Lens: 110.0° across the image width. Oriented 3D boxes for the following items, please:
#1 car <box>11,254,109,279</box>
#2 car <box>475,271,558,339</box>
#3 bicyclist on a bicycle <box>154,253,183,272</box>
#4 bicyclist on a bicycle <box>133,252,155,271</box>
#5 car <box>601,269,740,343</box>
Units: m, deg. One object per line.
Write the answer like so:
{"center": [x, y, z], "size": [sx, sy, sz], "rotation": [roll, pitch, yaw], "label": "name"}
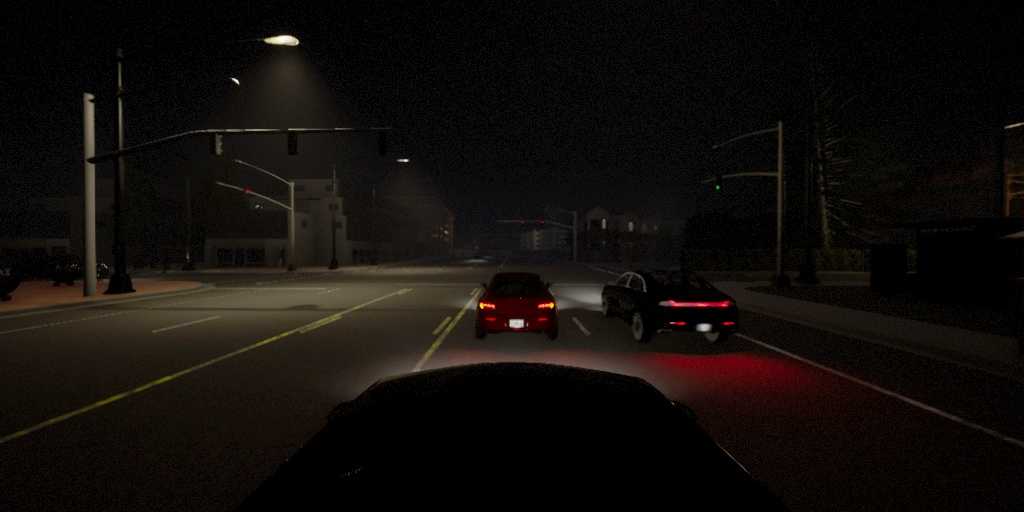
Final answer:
{"center": [-29.288, 0.670, 23.348], "size": [4.553, 1.767, 2.097], "rotation": [0, 1, 1], "label": "car"}
{"center": [0.116, 1.112, 9.330], "size": [1.812, 1.442, 4.674], "rotation": [0, 1, 1], "label": "car"}
{"center": [-29.489, 0.543, 31.002], "size": [1.656, 1.620, 0.582], "rotation": [0, 0, -23], "label": "bicyclist on a bicycle"}
{"center": [-31.363, 0.439, 31.247], "size": [1.656, 1.620, 0.582], "rotation": [26, 3, -28], "label": "bicyclist on a bicycle"}
{"center": [3.609, 1.079, 9.108], "size": [2.128, 1.511, 4.902], "rotation": [0, 1, 1], "label": "car"}
